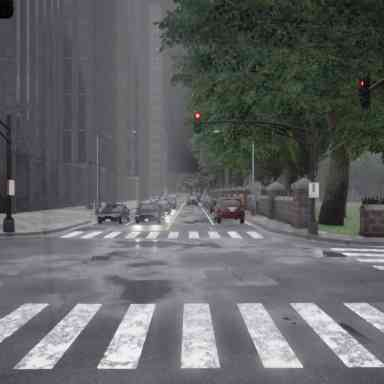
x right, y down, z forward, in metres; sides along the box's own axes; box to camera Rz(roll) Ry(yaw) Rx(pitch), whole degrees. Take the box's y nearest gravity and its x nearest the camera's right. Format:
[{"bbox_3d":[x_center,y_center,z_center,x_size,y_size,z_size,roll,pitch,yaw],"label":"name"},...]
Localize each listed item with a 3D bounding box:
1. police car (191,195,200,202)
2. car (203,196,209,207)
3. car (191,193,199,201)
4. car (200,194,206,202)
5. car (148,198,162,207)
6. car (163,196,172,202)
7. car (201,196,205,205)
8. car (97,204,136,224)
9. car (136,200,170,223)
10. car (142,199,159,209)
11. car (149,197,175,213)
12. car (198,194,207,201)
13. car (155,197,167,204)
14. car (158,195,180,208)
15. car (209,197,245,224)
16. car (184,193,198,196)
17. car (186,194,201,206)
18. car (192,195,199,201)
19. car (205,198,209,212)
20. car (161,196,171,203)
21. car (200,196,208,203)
[{"bbox_3d":[0.824,1.495,75.862,1.930,1.638,5.238,0,0,0],"label":"police car"},{"bbox_3d":[2.722,1.579,41.467,2.008,1.369,4.403,0,0,0],"label":"car"},{"bbox_3d":[0.808,1.320,91.783,2.150,2.045,5.566,0,0,0],"label":"car"},{"bbox_3d":[2.711,1.481,52.381,1.967,1.590,4.097,0,0,0],"label":"car"},{"bbox_3d":[-5.815,1.623,52.366,1.802,1.307,4.206,0,0,0],"label":"car"},{"bbox_3d":[-5.843,1.620,79.651,1.887,1.381,4.507,0,0,0],"label":"car"},{"bbox_3d":[2.716,1.585,46.924,2.008,1.369,4.403,0,0,0],"label":"car"},{"bbox_3d":[-5.787,1.576,25.081,1.947,1.339,4.313,0,0,0],"label":"car"},{"bbox_3d":[-3.126,1.559,25.599,2.033,1.411,5.357,0,0,0],"label":"car"},{"bbox_3d":[-5.809,1.616,46.908,1.802,1.307,4.206,0,0,0],"label":"car"},{"bbox_3d":[-3.121,1.547,35.237,1.812,1.442,4.674,0,0,0],"label":"car"},{"bbox_3d":[2.677,1.399,85.120,2.192,1.841,5.009,0,0,0],"label":"car"},{"bbox_3d":[-5.826,1.635,63.280,1.802,1.307,4.206,0,0,0],"label":"car"},{"bbox_3d":[-3.135,1.524,45.504,2.128,1.511,4.902,0,0,0],"label":"car"},{"bbox_3d":[2.738,1.326,25.099,2.192,1.841,5.009,0,0,0],"label":"car"},{"bbox_3d":[0.025,1.407,65.004,2.097,1.767,4.553,0,0,0],"label":"car"},{"bbox_3d":[0.045,1.570,55.241,1.812,1.442,4.674,0,0,0],"label":"car"},{"bbox_3d":[0.814,1.592,85.752,1.837,1.490,4.892,0,0,0],"label":"car"},{"bbox_3d":[2.727,1.588,36.011,1.947,1.339,4.313,0,0,0],"label":"car"},{"bbox_3d":[-5.837,1.612,74.194,1.887,1.381,4.507,0,0,0],"label":"car"},{"bbox_3d":[2.688,1.593,74.377,1.752,1.417,4.829,0,0,0],"label":"car"}]
